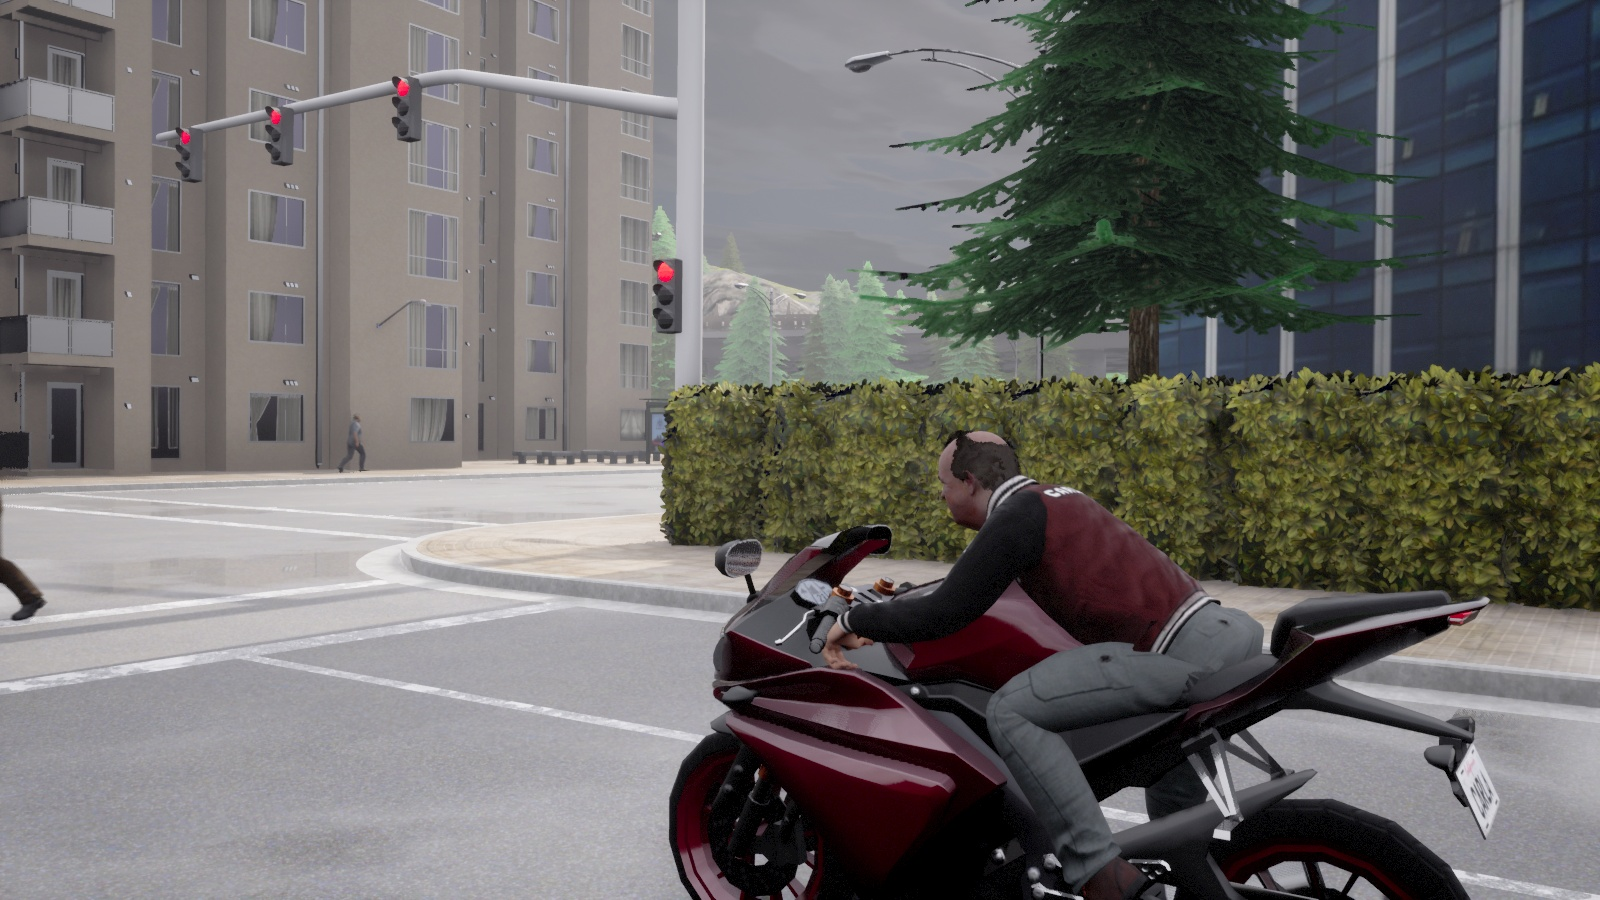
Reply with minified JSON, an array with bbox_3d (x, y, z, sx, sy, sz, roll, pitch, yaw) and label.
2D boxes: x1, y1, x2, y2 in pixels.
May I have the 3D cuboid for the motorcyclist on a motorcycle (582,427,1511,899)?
[{"bbox_3d":[0.552,0.717,3.257,2.191,1.530,0.866,0,1,34],"label":"motorcyclist on a motorcycle"}]

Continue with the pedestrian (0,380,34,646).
[{"bbox_3d":[-6.044,0.458,9.114,0.395,1.930,0.692,0,1,35],"label":"pedestrian"}]

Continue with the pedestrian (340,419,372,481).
[{"bbox_3d":[-13.331,-0.004,37.698,0.540,1.848,0.694,0,1,41],"label":"pedestrian"}]
